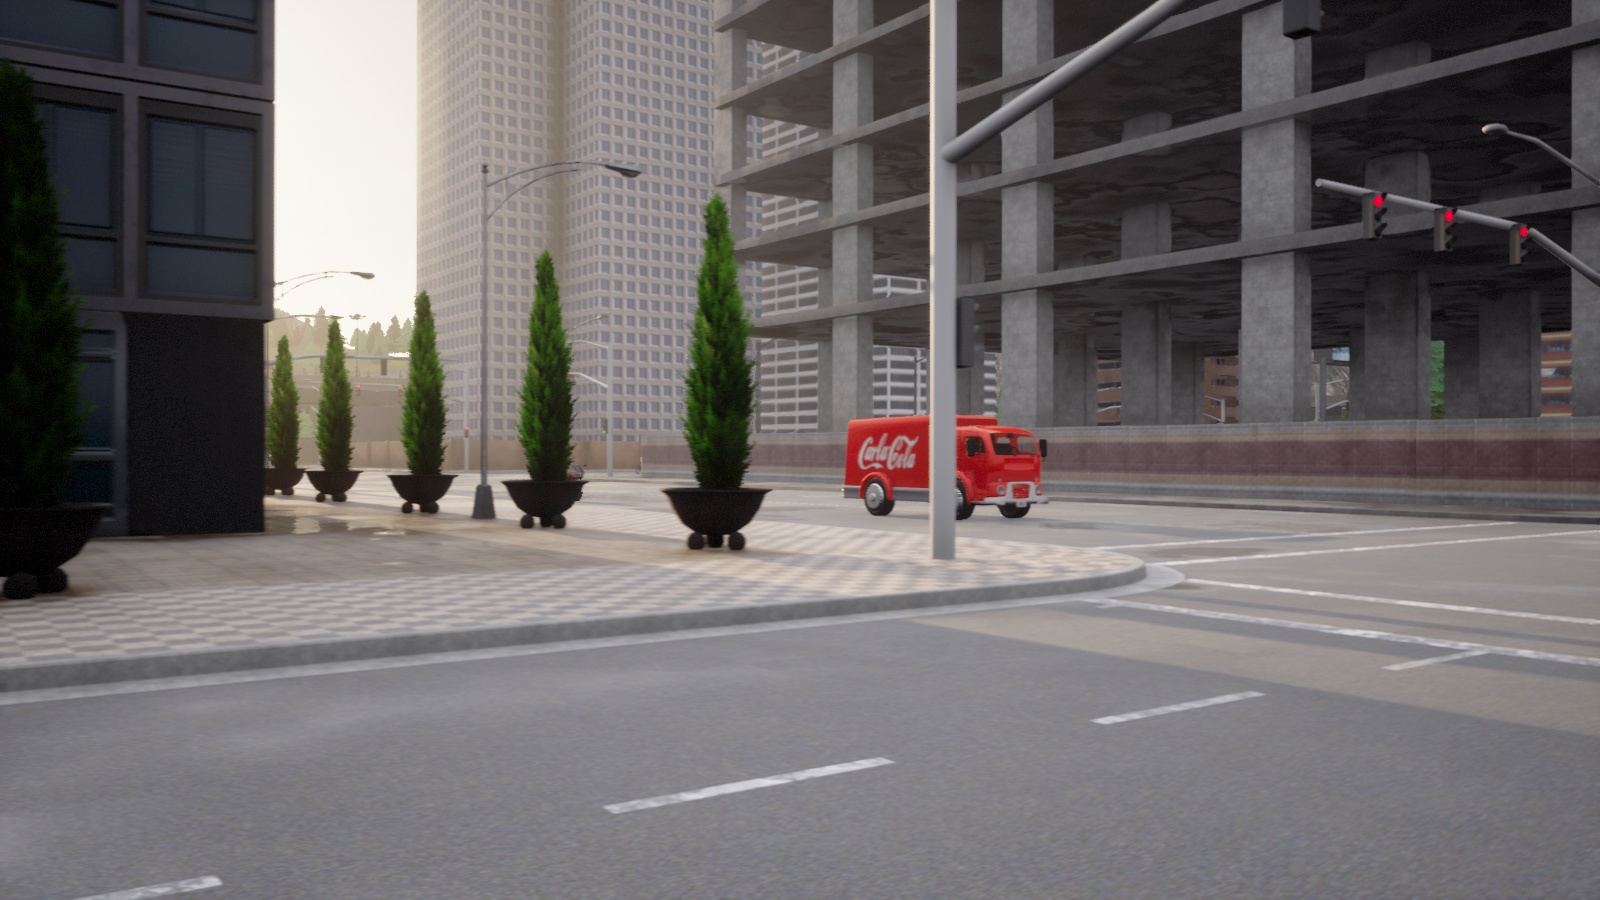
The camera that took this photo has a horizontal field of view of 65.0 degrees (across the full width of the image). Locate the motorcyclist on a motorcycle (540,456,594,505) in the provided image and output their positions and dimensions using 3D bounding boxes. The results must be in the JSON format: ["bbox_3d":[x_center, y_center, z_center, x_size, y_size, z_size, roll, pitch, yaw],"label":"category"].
[{"bbox_3d":[-7.447,0.953,40.006,0.866,1.530,2.191,0,0,-35],"label":"motorcyclist on a motorcycle"}]

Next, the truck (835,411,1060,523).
[{"bbox_3d":[3.467,0.388,30.549,2.627,2.467,5.204,0,0,-35],"label":"truck"}]
